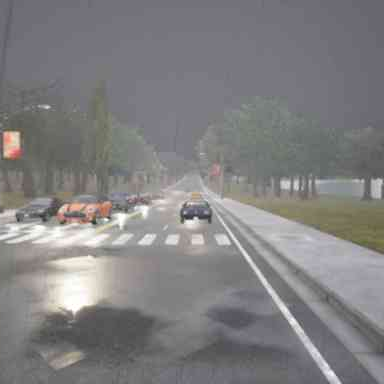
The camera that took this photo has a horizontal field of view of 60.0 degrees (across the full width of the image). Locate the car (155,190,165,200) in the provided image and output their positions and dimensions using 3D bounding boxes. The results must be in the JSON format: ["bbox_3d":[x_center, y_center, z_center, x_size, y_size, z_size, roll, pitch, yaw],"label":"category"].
[{"bbox_3d":[-5.742,0.502,56.146,2.097,1.767,4.553,0,1,1],"label":"car"}]

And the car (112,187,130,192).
[{"bbox_3d":[-9.226,0.439,42.358,2.150,2.045,5.566,0,1,1],"label":"car"}]

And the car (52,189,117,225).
[{"bbox_3d":[-6.302,0.921,20.134,2.097,1.767,4.553,0,1,1],"label":"car"}]

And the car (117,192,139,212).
[{"bbox_3d":[-6.192,0.989,28.780,1.994,1.385,4.181,0,1,2],"label":"car"}]

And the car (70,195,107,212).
[{"bbox_3d":[-9.408,0.976,30.694,1.895,1.301,4.718,0,1,1],"label":"car"}]

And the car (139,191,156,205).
[{"bbox_3d":[-6.012,0.861,40.609,1.895,1.301,4.718,0,1,2],"label":"car"}]

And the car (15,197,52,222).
[{"bbox_3d":[-9.528,1.049,21.587,1.812,1.442,4.674,0,1,1],"label":"car"}]

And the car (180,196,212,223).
[{"bbox_3d":[0.272,1.186,21.486,1.895,1.301,4.718,0,1,1],"label":"car"}]

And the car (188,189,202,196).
[{"bbox_3d":[0.710,0.649,52.697,1.882,1.535,5.008,0,1,1],"label":"car"}]
